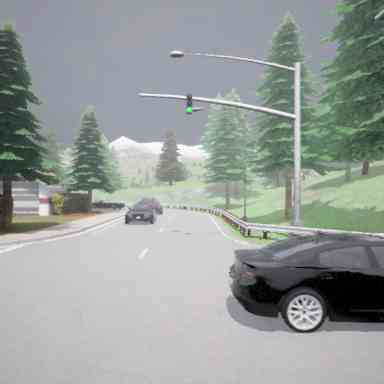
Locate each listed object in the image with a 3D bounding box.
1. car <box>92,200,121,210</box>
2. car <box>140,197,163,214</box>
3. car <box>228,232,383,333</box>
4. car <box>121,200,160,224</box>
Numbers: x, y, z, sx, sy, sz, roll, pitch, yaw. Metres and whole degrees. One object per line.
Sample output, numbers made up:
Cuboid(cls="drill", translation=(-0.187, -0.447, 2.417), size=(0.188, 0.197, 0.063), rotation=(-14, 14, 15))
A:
Cuboid(cls="car", translation=(-10.955, 1.606, 42.291), size=(4.718, 1.301, 1.895), rotation=(0, 0, 15))
Cuboid(cls="car", translation=(-4.460, 1.350, 34.486), size=(2.097, 1.767, 4.553), rotation=(0, 0, -19))
Cuboid(cls="car", translation=(3.206, 1.531, 6.196), size=(5.008, 1.535, 1.882), rotation=(1, 0, -1))
Cuboid(cls="car", translation=(-3.726, 1.563, 24.688), size=(1.994, 1.385, 4.181), rotation=(0, 0, -2))
